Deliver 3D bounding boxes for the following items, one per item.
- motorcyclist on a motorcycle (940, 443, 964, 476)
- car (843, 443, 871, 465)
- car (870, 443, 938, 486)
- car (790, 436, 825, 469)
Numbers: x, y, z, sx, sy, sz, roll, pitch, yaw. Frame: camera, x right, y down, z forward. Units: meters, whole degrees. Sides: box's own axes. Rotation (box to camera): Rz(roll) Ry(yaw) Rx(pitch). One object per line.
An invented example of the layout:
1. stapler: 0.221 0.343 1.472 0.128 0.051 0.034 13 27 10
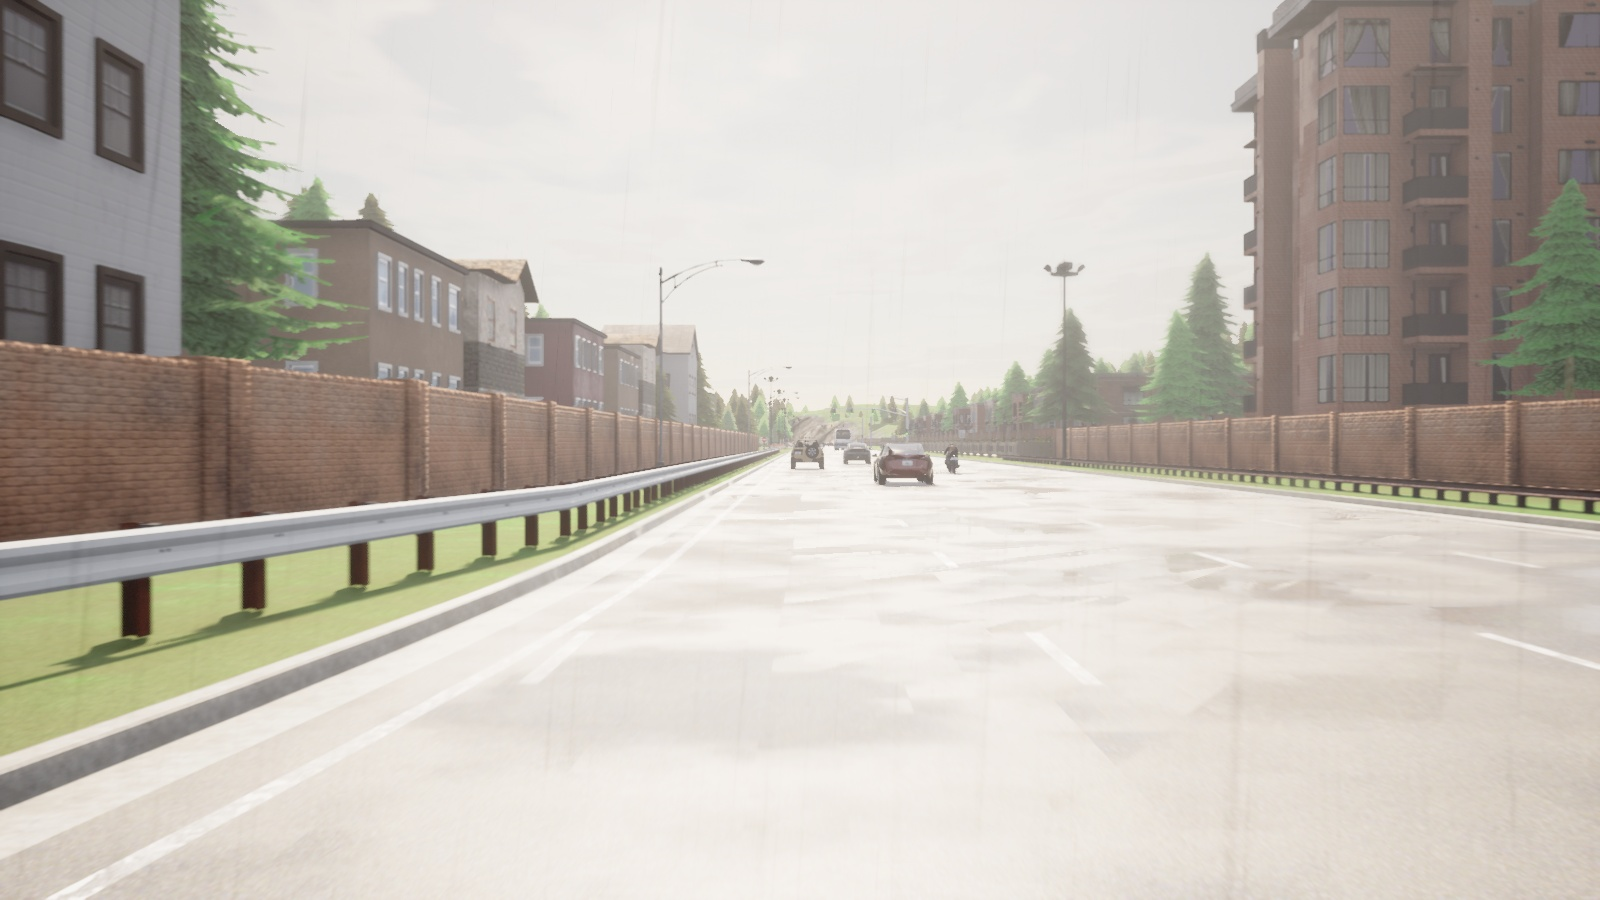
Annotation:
1. motorcyclist on a motorcycle: 7.361 0.446 60.894 0.866 1.530 2.191 0 0 0
2. car: 4.022 0.254 89.125 1.837 1.490 4.892 0 0 0
3. car: 3.778 0.489 46.394 2.163 1.488 4.792 0 0 0
4. car: 0.431 0.153 73.170 1.932 1.855 4.605 0 0 0
